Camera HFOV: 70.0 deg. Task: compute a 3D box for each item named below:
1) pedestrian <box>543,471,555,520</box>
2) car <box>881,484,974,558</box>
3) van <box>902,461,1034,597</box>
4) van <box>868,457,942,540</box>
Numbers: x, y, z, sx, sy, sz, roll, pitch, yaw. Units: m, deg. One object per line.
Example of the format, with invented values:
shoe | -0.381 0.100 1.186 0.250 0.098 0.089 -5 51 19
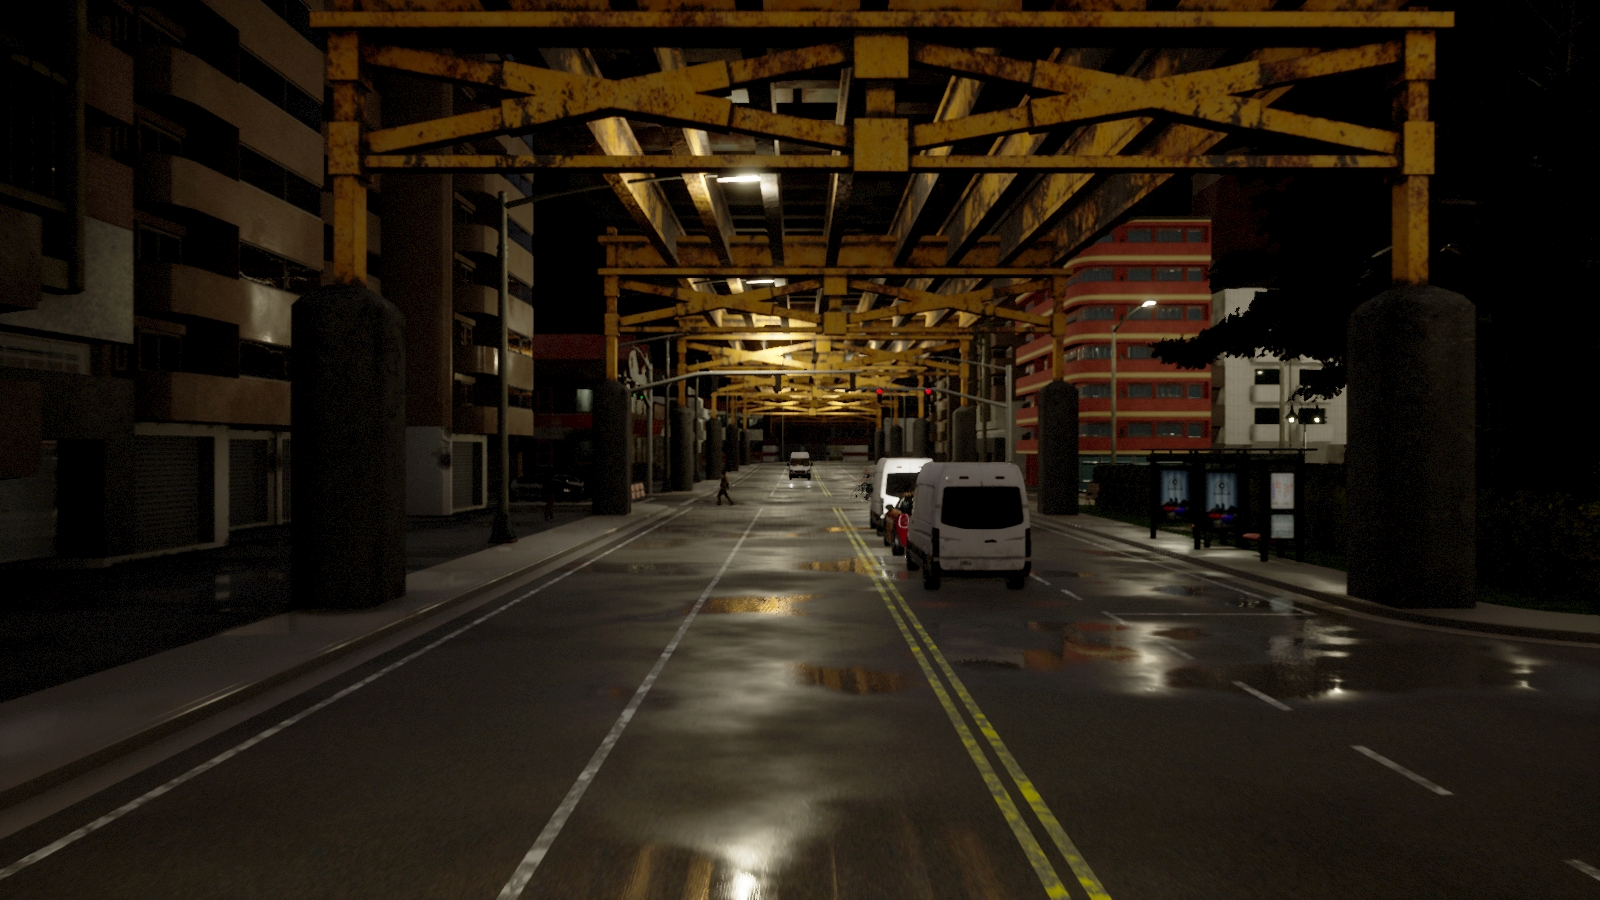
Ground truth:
pedestrian | -9.469 1.709 43.119 0.375 1.860 0.375 0 0 4
car | 3.468 1.911 31.848 2.097 1.767 4.553 0 0 0
van | 3.489 1.539 24.825 1.988 2.561 5.915 0 0 0
van | 3.479 1.541 38.828 1.988 2.561 5.915 0 0 0
